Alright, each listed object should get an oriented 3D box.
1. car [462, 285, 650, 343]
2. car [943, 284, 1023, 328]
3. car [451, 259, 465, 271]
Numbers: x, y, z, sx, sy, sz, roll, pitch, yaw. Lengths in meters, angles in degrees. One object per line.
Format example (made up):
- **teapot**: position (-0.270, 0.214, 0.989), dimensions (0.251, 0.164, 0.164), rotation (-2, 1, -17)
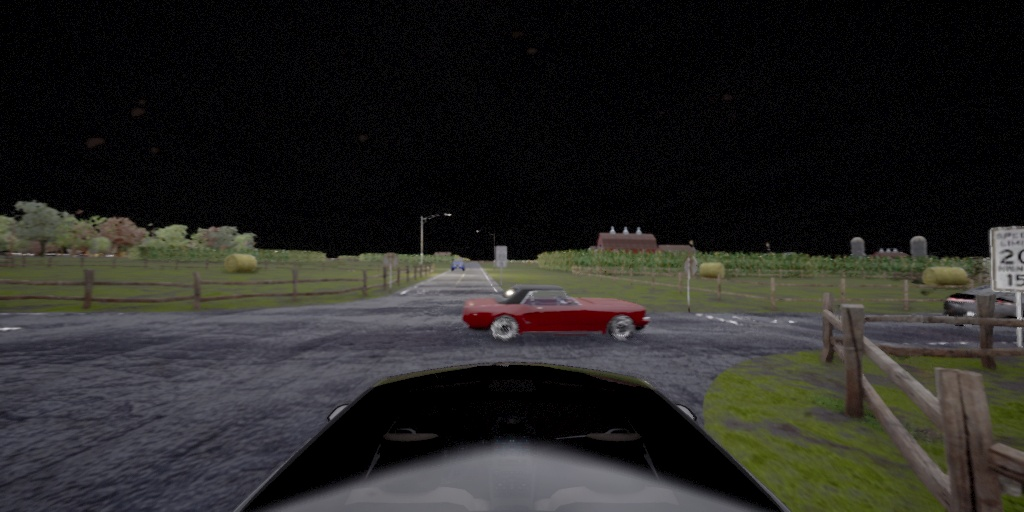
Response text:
- **car**: position (1.074, 1.442, 9.512), dimensions (4.718, 1.301, 1.895), rotation (1, -1, -7)
- **car**: position (16.505, 1.644, 11.290), dimensions (4.902, 1.511, 2.128), rotation (1, -2, -7)
- **car**: position (-9.071, 1.522, 60.630), dimensions (2.150, 2.045, 5.566), rotation (0, -1, -6)
